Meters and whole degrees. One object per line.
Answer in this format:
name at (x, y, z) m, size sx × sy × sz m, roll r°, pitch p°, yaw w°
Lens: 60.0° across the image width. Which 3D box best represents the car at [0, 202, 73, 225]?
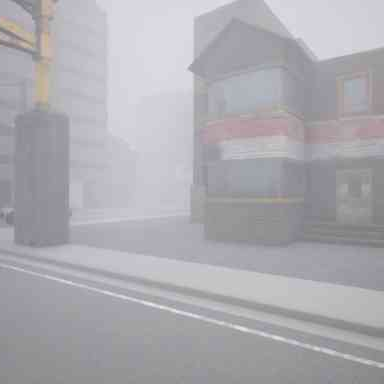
car at (-10.732, 1.439, 23.536) m, size 2.038 × 1.542 × 4.974 m, roll 0°, pitch 0°, yaw 16°
